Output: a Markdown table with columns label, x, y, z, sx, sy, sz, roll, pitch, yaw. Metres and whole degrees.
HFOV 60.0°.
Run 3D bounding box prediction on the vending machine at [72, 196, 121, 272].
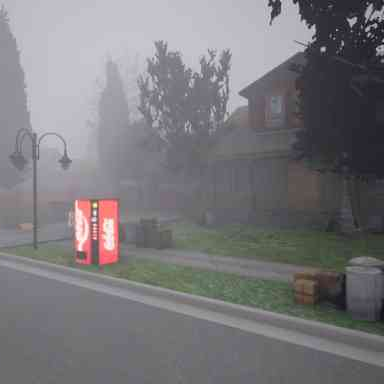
| label | x | y | z | sx | sy | sz | roll | pitch | yaw |
| --- | --- | --- | --- | --- | --- | --- | --- | --- | --- |
| vending machine | -2.889 | 1.196 | 10.100 | 0.880 | 2.100 | 1.100 | 0 | 0 | 36 |
